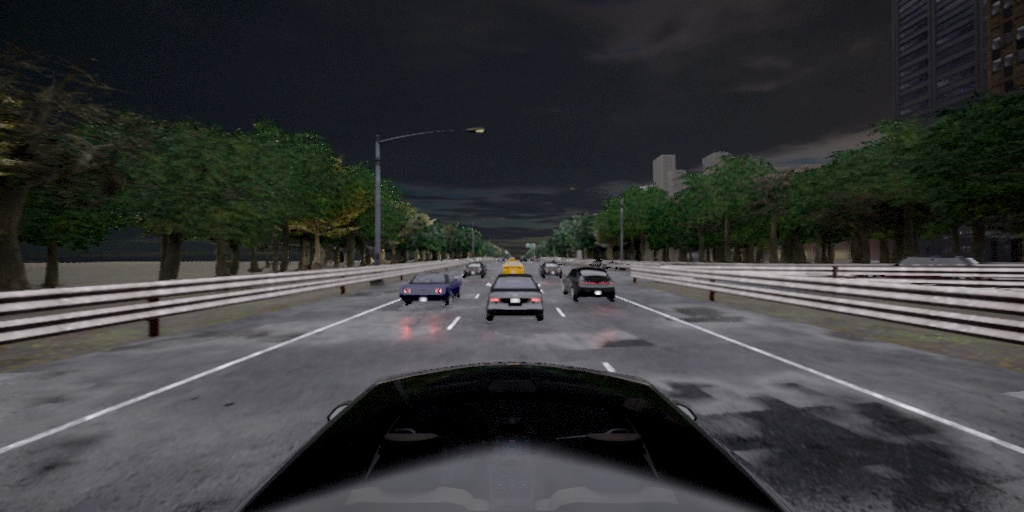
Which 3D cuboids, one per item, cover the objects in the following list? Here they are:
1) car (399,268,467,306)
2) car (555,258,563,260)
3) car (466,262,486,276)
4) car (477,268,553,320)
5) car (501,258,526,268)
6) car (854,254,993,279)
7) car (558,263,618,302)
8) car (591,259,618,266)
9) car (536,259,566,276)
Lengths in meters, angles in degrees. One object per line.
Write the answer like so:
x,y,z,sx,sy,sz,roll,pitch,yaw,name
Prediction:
-3.403,1.387,16.009,1.895,1.301,4.718,0,0,0,car
7.507,1.057,58.780,1.994,1.385,4.181,0,0,-6,car
-3.412,1.284,33.726,1.812,1.442,4.674,0,0,0,car
0.094,1.328,12.740,2.033,1.411,5.357,0,0,0,car
0.100,1.234,34.308,1.882,1.535,5.008,0,0,0,car
20.307,0.754,17.999,2.097,1.767,4.553,0,-1,-30,car
3.597,1.293,17.399,1.837,1.490,4.892,0,0,0,car
10.561,1.072,41.951,1.837,1.490,4.892,0,0,-15,car
3.599,1.284,33.738,1.812,1.442,4.674,0,0,0,car
